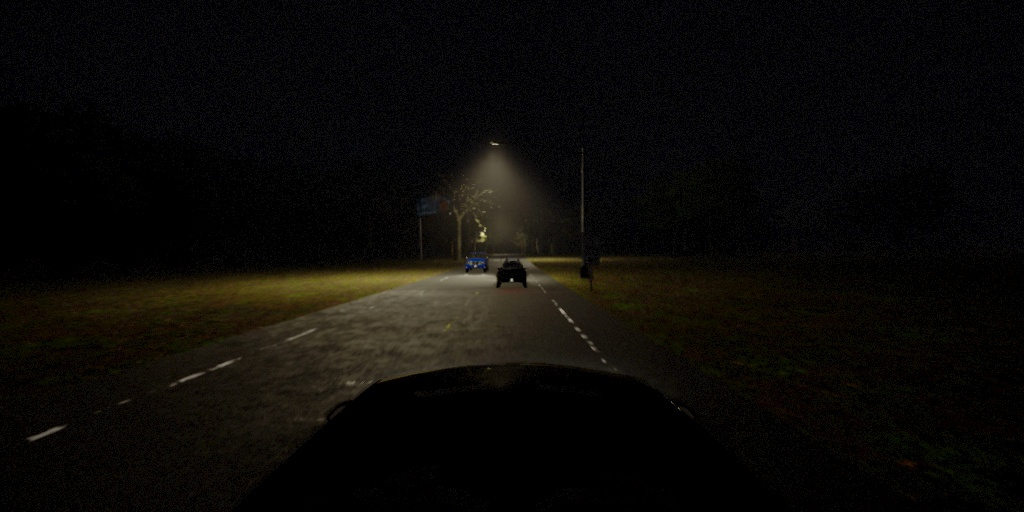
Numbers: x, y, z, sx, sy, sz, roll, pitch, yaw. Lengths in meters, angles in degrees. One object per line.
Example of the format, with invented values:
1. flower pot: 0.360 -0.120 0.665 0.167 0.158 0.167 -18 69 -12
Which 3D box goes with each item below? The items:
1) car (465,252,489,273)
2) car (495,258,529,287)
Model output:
1. car: -3.545 0.604 37.475 2.150 2.045 5.566 0 1 0
2. car: 0.001 1.088 22.869 1.837 1.490 4.892 0 1 1
